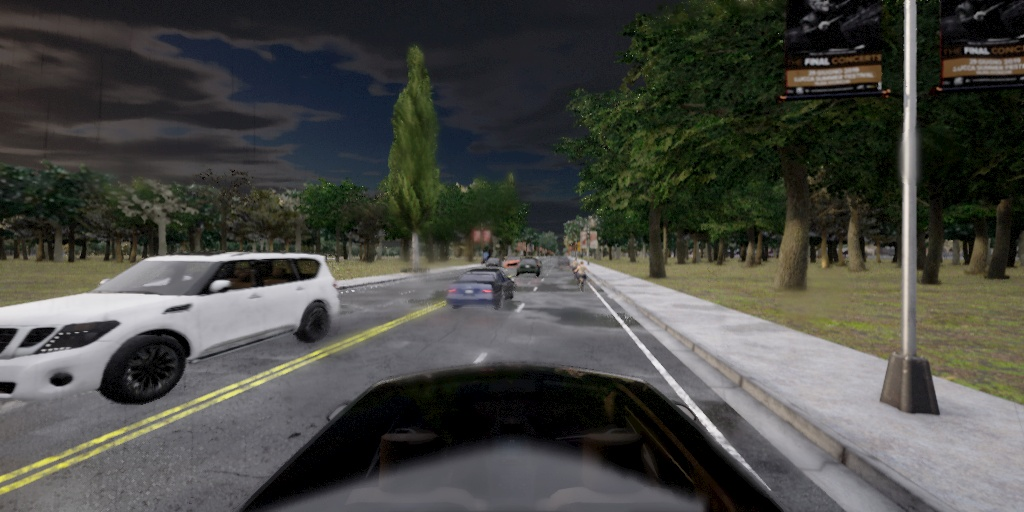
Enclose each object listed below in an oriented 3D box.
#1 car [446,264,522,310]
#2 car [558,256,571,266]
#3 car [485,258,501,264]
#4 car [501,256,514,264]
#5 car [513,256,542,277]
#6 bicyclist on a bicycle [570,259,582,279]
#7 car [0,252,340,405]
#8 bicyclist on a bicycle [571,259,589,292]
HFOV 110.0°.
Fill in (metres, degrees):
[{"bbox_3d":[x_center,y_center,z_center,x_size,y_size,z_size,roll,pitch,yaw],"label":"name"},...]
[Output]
[{"bbox_3d":[-1.054,1.224,14.387,2.033,1.411,5.357,0,0,8],"label":"car"},{"bbox_3d":[8.989,0.900,61.277,2.128,1.511,4.902,0,0,8],"label":"car"},{"bbox_3d":[-2.520,0.971,51.130,1.837,1.490,4.892,0,0,8],"label":"car"},{"bbox_3d":[0.238,0.838,47.501,2.097,1.767,4.553,0,0,8],"label":"car"},{"bbox_3d":[1.671,0.920,33.289,2.097,1.767,4.553,0,0,8],"label":"car"},{"bbox_3d":[5.186,1.029,29.197,0.866,1.612,1.509,0,0,8],"label":"bicyclist on a bicycle"},{"bbox_3d":[-5.645,0.941,6.720,2.150,2.045,5.566,0,0,8],"label":"car"},{"bbox_3d":[3.777,1.085,19.428,0.866,1.612,1.509,0,0,8],"label":"bicyclist on a bicycle"}]
